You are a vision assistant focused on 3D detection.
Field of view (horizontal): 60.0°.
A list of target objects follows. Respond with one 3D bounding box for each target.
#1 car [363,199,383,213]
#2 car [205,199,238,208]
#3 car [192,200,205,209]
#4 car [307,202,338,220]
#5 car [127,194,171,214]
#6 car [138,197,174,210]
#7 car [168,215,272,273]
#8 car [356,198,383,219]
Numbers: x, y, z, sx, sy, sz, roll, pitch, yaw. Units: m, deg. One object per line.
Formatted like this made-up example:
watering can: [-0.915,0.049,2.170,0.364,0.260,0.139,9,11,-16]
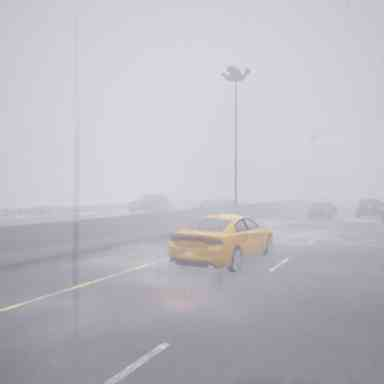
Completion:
car: [20.680,1.551,37.822,1.994,1.385,4.181,0,0,30]
car: [3.589,1.520,36.547,1.812,1.442,4.674,0,0,30]
car: [1.891,1.596,40.610,1.895,1.301,4.718,0,0,30]
car: [11.157,1.539,28.283,2.033,1.411,5.357,0,0,30]
car: [-4.644,1.220,36.304,2.150,2.045,5.566,0,0,30]
car: [-4.608,1.489,43.356,2.128,1.511,4.902,0,0,30]
car: [1.169,1.476,10.929,1.882,1.535,5.008,0,0,30]
car: [15.755,1.343,29.254,2.097,1.767,4.553,0,0,30]
